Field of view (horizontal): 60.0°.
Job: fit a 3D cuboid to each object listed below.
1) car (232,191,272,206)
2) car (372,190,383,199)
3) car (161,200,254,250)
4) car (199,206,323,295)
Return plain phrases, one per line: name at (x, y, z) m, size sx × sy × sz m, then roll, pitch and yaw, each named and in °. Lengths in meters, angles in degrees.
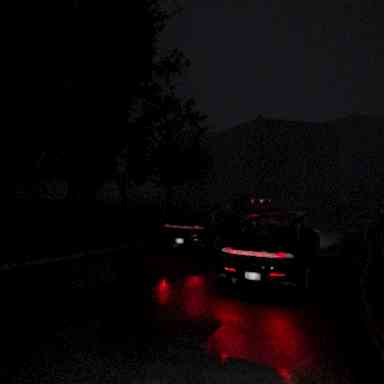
car at (5.140, 0.719, 29.357) m, size 2.097 × 1.767 × 4.553 m, roll 0°, pitch 1°, yaw -16°
car at (28.215, 0.135, 47.593) m, size 2.185 × 1.767 × 4.553 m, roll -1°, pitch 2°, yaw -22°
car at (0.609, 1.266, 12.667) m, size 2.128 × 1.511 × 4.902 m, roll 1°, pitch 2°, yaw 25°
car at (2.203, 1.367, 8.632) m, size 2.128 × 1.511 × 4.902 m, roll 1°, pitch 2°, yaw 25°
